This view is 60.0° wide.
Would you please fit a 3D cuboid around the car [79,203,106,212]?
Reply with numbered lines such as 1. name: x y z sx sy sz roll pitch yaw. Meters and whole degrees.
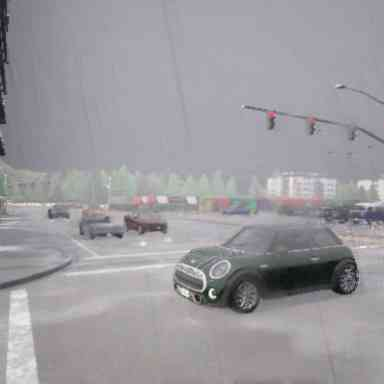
1. car: -11.334 2.316 38.537 2.097 1.767 4.553 1 -2 -28

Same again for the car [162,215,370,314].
1. car: 1.846 1.584 8.139 4.553 1.767 2.097 1 -2 -28

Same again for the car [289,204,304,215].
1. car: 16.398 2.868 47.936 3.905 1.438 1.784 1 -2 -28

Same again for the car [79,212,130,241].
1. car: -5.541 2.090 20.170 1.895 1.301 4.718 1 -2 -28

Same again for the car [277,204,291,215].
1. car: 15.112 2.714 50.296 4.605 1.855 1.932 1 -2 -28

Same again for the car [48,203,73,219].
1. car: -15.905 2.313 39.696 2.097 1.767 4.553 1 -2 -28

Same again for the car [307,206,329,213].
1. car: 24.598 3.410 64.777 3.905 1.438 1.784 1 -2 -28

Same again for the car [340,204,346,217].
1. car: 25.885 3.136 62.187 4.605 1.855 1.932 1 -2 -28

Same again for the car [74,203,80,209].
1. car: -29.656 3.744 88.056 1.812 1.442 4.674 1 -2 -28

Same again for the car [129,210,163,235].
1. car: -3.303 2.077 23.416 1.882 1.535 5.008 1 -2 -28

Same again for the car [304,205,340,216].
1. car: 17.739 2.838 45.370 3.806 1.475 1.970 1 -2 -28

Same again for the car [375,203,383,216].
1. car: 41.400 3.491 70.318 3.866 1.878 1.905 1 -2 -28
